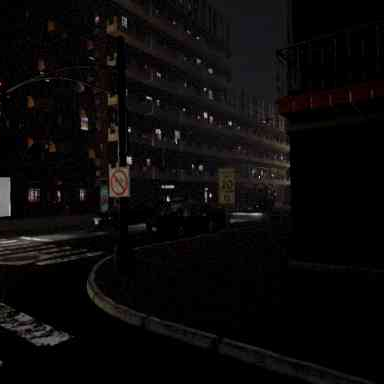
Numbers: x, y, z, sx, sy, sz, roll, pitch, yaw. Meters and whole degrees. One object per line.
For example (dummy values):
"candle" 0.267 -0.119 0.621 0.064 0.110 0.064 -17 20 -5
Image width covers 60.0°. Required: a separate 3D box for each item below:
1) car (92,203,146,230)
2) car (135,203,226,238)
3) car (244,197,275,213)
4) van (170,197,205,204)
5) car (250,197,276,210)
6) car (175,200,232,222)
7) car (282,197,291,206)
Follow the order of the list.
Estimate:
"car" -4.063 1.486 21.028 2.128 1.511 4.902 -1 -1 35
"car" -0.433 1.435 16.780 2.008 1.369 4.403 -1 -1 36
"car" 7.458 1.478 37.012 1.812 1.442 4.674 -1 -1 36
"van" -0.330 1.365 30.425 1.690 1.788 3.998 -1 -1 36
"car" 9.428 1.431 43.993 1.967 1.590 4.097 -1 -1 36
"car" 1.068 1.486 23.138 1.994 1.385 4.181 -1 -1 36
"car" 15.835 1.496 52.899 1.752 1.417 4.829 -1 -1 36
